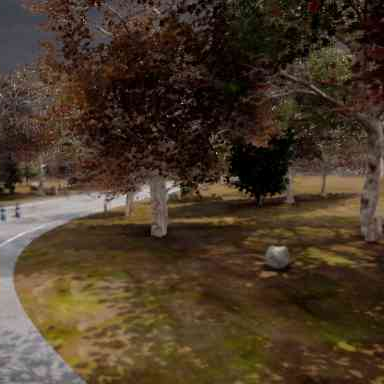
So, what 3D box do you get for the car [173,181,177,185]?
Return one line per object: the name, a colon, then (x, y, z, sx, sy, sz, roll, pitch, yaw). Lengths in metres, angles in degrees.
car: (-1.654, -1.998, 58.484, 2.150, 2.045, 5.566, 1, 5, 17)
